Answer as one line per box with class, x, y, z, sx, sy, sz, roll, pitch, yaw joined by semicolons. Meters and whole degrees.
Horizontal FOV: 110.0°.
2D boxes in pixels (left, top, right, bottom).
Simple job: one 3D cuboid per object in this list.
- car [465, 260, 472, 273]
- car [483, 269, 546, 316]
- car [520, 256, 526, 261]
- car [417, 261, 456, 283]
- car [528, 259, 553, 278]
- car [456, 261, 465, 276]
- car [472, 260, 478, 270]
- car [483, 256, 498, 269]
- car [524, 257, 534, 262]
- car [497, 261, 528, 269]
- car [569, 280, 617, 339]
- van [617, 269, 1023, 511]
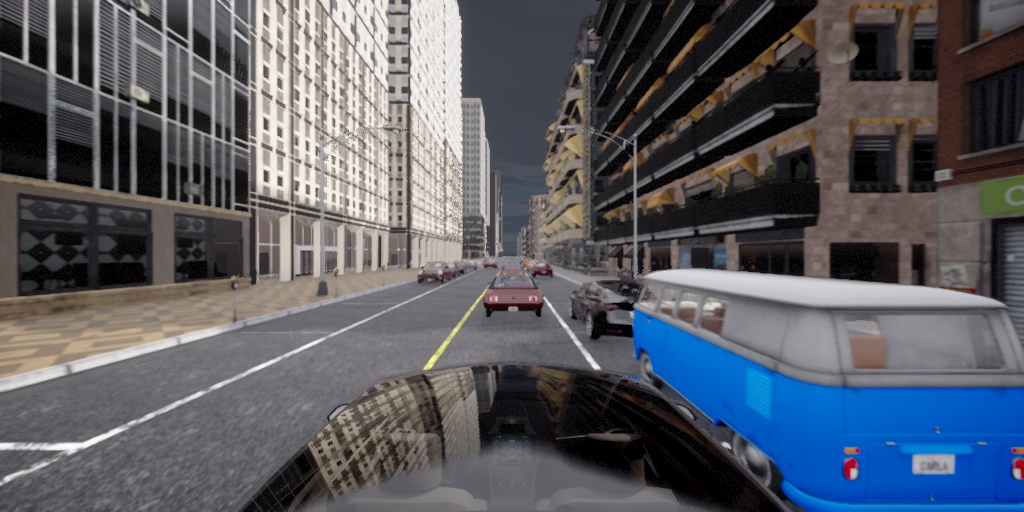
car;-5.689;1.225;38.031;1.948;1.339;4.313;0;0;0
car;0.065;1.322;13.100;1.895;1.301;4.718;0;0;0
car;3.003;0.959;62.157;2.097;1.767;4.553;0;0;0
car;-5.689;1.127;26.734;1.967;1.591;4.097;0;0;0
car;2.692;1.218;32.381;1.888;1.381;4.507;0;0;0
car;-5.688;1.255;32.381;1.802;1.307;4.207;0;0;0
car;-5.687;1.215;49.327;1.802;1.307;4.207;0;0;0
car;-3.076;1.105;51.928;1.882;1.535;5.008;0;0;0
car;2.692;1.171;43.848;1.751;1.417;4.829;0;0;0
car;0.065;1.284;28.103;1.895;1.301;4.718;0;0;0
car;2.692;1.295;9.787;1.948;1.339;4.313;0;0;0
van;2.691;1.085;4.138;1.690;1.789;3.998;0;0;0
